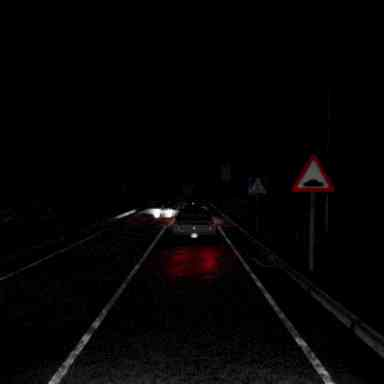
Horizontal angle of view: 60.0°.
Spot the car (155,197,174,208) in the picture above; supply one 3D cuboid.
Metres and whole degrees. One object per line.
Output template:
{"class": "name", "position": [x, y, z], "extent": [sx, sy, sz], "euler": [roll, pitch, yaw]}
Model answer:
{"class": "car", "position": [-3.282, 1.241, 40.009], "extent": [1.895, 1.301, 4.718], "euler": [0, 1, 1]}

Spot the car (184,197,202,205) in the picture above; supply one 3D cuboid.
{"class": "car", "position": [0.092, 1.226, 36.910], "extent": [2.033, 1.411, 5.357], "euler": [0, 1, 0]}

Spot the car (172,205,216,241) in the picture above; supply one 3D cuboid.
{"class": "car", "position": [0.097, 1.527, 16.276], "extent": [1.895, 1.301, 4.718], "euler": [0, 1, 0]}
